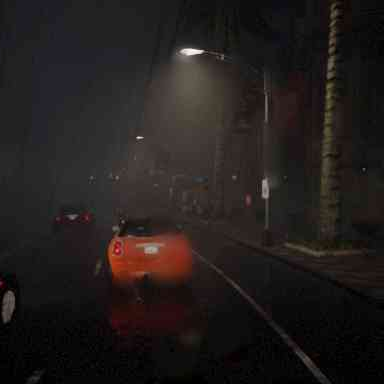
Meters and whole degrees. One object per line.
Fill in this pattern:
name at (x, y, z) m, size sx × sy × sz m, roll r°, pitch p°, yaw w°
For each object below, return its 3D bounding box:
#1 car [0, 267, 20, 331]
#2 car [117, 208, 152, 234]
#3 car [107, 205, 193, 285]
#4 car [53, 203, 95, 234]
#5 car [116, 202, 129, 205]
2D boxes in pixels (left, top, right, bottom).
car at (-3.860, 1.540, 4.023) m, size 1.837 × 1.490 × 4.892 m, roll 0°, pitch 0°, yaw -4°
car at (-3.811, 1.764, 21.490) m, size 1.895 × 1.301 × 4.718 m, roll 0°, pitch 0°, yaw -14°
car at (-1.335, 1.428, 10.039) m, size 2.097 × 1.767 × 4.553 m, roll 0°, pitch 0°, yaw -10°
car at (-7.274, 1.513, 20.880) m, size 2.097 × 1.767 × 4.553 m, roll 0°, pitch 0°, yaw -13°
car at (-7.707, 1.805, 36.855) m, size 1.812 × 1.442 × 4.674 m, roll 0°, pitch 0°, yaw -14°
